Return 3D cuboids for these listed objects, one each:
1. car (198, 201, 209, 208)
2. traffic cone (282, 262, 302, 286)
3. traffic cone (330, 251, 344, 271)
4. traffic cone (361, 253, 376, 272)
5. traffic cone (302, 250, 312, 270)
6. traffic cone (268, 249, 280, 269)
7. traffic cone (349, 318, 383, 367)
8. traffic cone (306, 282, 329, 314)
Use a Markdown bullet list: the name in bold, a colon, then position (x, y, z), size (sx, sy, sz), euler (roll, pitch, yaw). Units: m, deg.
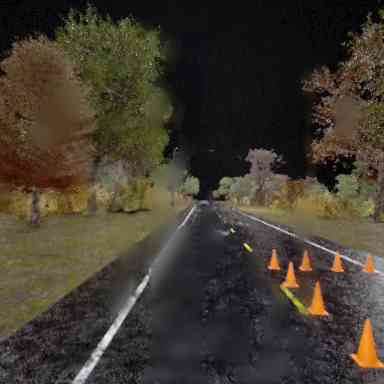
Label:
- **car**: position (2.136, 2.322, 61.624), size (1.895, 1.301, 4.718), euler (2, -1, 2)
- **traffic cone**: position (2.570, 2.113, 8.653), size (0.340, 0.580, 0.340), euler (2, -1, 2)
- **traffic cone**: position (4.628, 2.191, 10.592), size (0.340, 0.580, 0.340), euler (2, -1, 2)
- **traffic cone**: position (5.627, 2.220, 10.562), size (0.340, 0.580, 0.340), euler (2, -1, 2)
- **traffic cone**: position (3.628, 2.163, 10.622), size (0.340, 0.580, 0.340), euler (2, -1, 2)
- **traffic cone**: position (2.629, 2.134, 10.652), size (0.340, 0.580, 0.340), euler (2, -1, 2)
- **traffic cone**: position (2.452, 2.071, 4.655), size (0.340, 0.580, 0.340), euler (2, -1, 2)
- **traffic cone**: position (2.511, 2.092, 6.654), size (0.340, 0.580, 0.340), euler (2, -1, 2)
